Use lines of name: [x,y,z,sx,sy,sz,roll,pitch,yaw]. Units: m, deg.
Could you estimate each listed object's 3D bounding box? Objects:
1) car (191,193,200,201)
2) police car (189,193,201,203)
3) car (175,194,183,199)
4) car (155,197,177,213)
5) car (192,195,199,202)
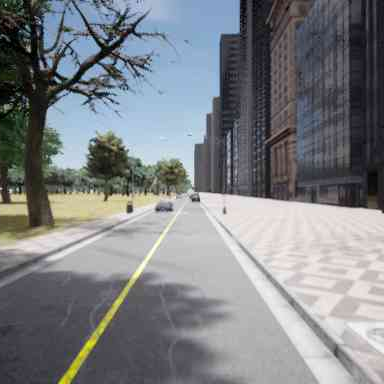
car: [0.887,1.272,88.583,2.150,2.045,5.566,0,0,0]
police car: [0.891,1.475,72.662,1.930,1.638,5.238,0,0,0]
car: [-3.010,1.190,78.553,1.812,1.442,4.674,0,0,0]
car: [-3.092,1.581,37.914,1.994,1.385,4.181,0,0,0]
car: [0.890,1.576,82.552,1.812,1.442,4.674,0,0,0]
